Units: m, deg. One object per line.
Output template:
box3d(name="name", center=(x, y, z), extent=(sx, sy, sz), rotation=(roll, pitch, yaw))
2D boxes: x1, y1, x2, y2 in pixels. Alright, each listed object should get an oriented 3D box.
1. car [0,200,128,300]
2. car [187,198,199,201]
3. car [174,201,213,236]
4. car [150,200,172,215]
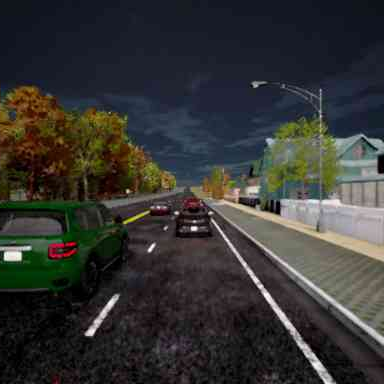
box3d(name="car", center=(-3.147, 1.218, 8.536), extent=(2.150, 2.045, 5.566), rotation=(0, 0, 0))
box3d(name="car", center=(0.107, 1.449, 40.313), extent=(1.882, 1.535, 5.008), rotation=(0, 0, 0))
box3d(name="car", center=(0.104, 1.494, 18.223), extent=(1.837, 1.490, 4.892), rotation=(0, 0, 0))
box3d(name="car", center=(-3.143, 1.525, 33.701), extent=(2.033, 1.411, 5.357), rotation=(0, 0, 0))
